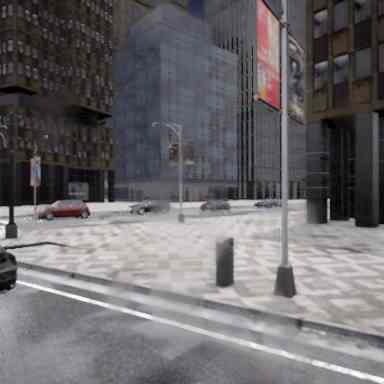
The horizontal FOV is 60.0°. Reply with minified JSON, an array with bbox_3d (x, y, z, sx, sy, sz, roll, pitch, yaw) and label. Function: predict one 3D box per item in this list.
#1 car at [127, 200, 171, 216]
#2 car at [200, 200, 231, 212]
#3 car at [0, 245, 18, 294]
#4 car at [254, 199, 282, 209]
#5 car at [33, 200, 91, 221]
[{"bbox_3d":[-4.508,1.638,35.229,4.902,1.511,2.128,0,0,-41],"label":"car"},{"bbox_3d":[2.954,1.697,41.731,4.181,1.385,1.994,0,0,-41],"label":"car"},{"bbox_3d":[-5.976,1.584,7.690,4.892,1.490,1.837,0,0,34],"label":"car"},{"bbox_3d":[11.395,1.669,49.059,5.357,1.411,2.033,0,0,-41],"label":"car"},{"bbox_3d":[-11.382,1.514,29.224,4.553,1.767,2.097,0,0,-41],"label":"car"}]
